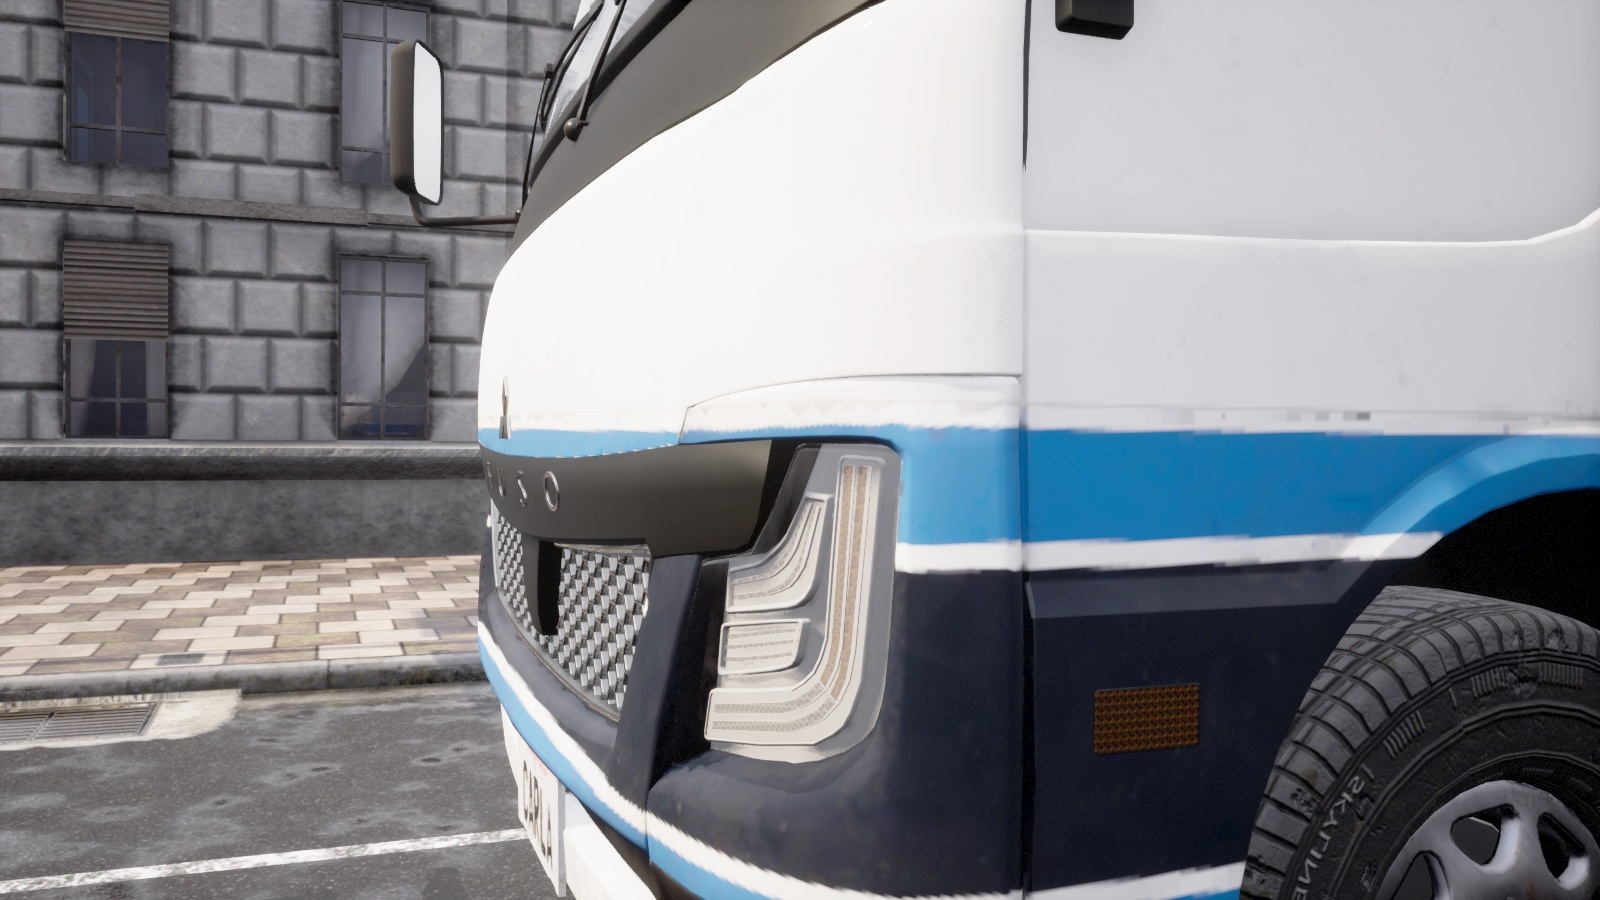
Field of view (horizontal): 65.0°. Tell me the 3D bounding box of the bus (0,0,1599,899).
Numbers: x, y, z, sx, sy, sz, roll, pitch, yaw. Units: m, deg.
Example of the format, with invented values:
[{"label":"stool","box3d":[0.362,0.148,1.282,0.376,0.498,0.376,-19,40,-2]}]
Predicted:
[{"label":"bus","box3d":[3.496,-0.691,4.578,10.273,4.253,3.944,-1,1,-21]}]
